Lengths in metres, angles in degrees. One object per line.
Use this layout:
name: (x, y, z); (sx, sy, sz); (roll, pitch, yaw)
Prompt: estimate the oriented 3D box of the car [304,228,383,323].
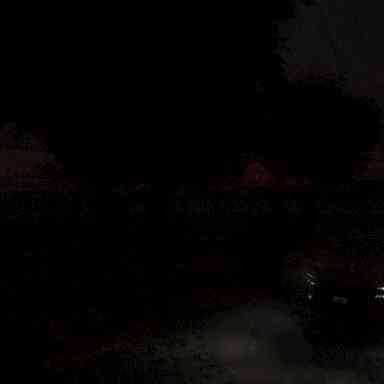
car: (4.345, 1.573, 7.323); (5.008, 1.535, 1.882); (0, -2, -42)
